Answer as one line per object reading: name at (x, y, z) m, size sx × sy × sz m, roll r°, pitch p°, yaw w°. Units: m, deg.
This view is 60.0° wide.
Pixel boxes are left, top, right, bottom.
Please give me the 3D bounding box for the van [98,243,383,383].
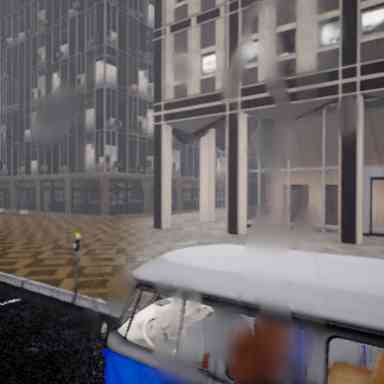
van at (1.141, 1.342, 2.048) m, size 3.998 × 1.788 × 1.690 m, roll 0°, pitch 0°, yaw 35°
